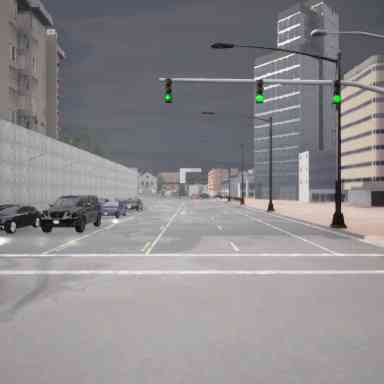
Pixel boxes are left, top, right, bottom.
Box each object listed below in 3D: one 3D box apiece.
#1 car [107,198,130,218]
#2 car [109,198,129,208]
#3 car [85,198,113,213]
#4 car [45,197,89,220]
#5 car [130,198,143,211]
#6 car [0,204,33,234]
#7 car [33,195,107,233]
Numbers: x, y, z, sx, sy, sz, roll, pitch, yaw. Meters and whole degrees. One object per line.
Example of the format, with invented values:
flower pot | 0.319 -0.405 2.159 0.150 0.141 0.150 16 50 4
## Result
car | -7.121 1.526 29.819 1.812 1.442 4.674 0 0 0
car | -10.592 1.601 48.491 1.895 1.301 4.718 0 0 0
car | -10.623 1.505 38.431 1.837 1.490 4.892 0 0 0
car | -10.621 1.352 28.613 2.097 1.767 4.553 0 0 0
car | -7.121 1.492 40.161 2.128 1.511 4.902 0 0 0
car | -10.615 1.505 19.545 1.837 1.490 4.892 0 0 0
car | -7.111 1.221 20.178 2.150 2.045 5.566 0 0 0
